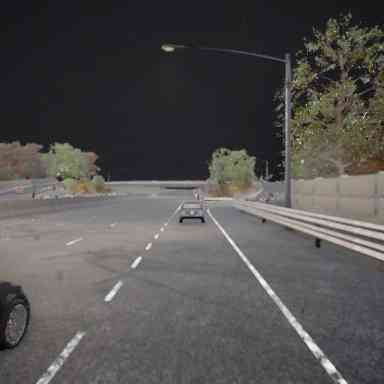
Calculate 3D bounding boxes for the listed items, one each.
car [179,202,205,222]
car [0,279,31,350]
[{"bbox_3d":[-0.001,1.486,25.436,2.033,1.411,5.357,0,0,0],"label":"car"},{"bbox_3d":[-3.402,1.516,3.217,1.812,1.442,4.674,0,0,0],"label":"car"}]
